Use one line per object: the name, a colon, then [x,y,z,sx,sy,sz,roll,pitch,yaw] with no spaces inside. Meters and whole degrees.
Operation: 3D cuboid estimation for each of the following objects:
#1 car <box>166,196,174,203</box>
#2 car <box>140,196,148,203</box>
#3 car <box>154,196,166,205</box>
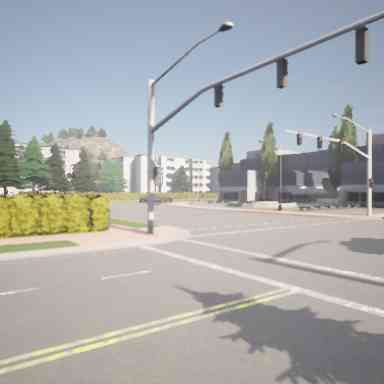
car: [-5.463,1.616,72.064,1.994,1.385,4.181,0,0,17]
car: [-9.553,1.579,69.759,1.812,1.442,4.674,0,0,10]
car: [-6.391,1.557,62.073,1.837,1.490,4.892,0,0,-1]
